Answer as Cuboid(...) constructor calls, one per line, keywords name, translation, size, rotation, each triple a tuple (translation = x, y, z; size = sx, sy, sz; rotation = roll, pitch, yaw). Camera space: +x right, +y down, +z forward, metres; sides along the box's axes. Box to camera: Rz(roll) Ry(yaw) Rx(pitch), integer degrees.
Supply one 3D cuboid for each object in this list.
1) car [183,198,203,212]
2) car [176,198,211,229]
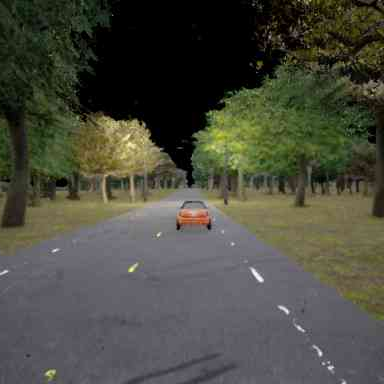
Cuboid(name="car", translation=(0.113, 1.449, 38.592), size=(2.128, 1.511, 4.902), rotation=(0, 0, 0))
Cuboid(name="car", translation=(0.108, 1.340, 21.652), size=(2.097, 1.767, 4.553), rotation=(0, 0, 0))
